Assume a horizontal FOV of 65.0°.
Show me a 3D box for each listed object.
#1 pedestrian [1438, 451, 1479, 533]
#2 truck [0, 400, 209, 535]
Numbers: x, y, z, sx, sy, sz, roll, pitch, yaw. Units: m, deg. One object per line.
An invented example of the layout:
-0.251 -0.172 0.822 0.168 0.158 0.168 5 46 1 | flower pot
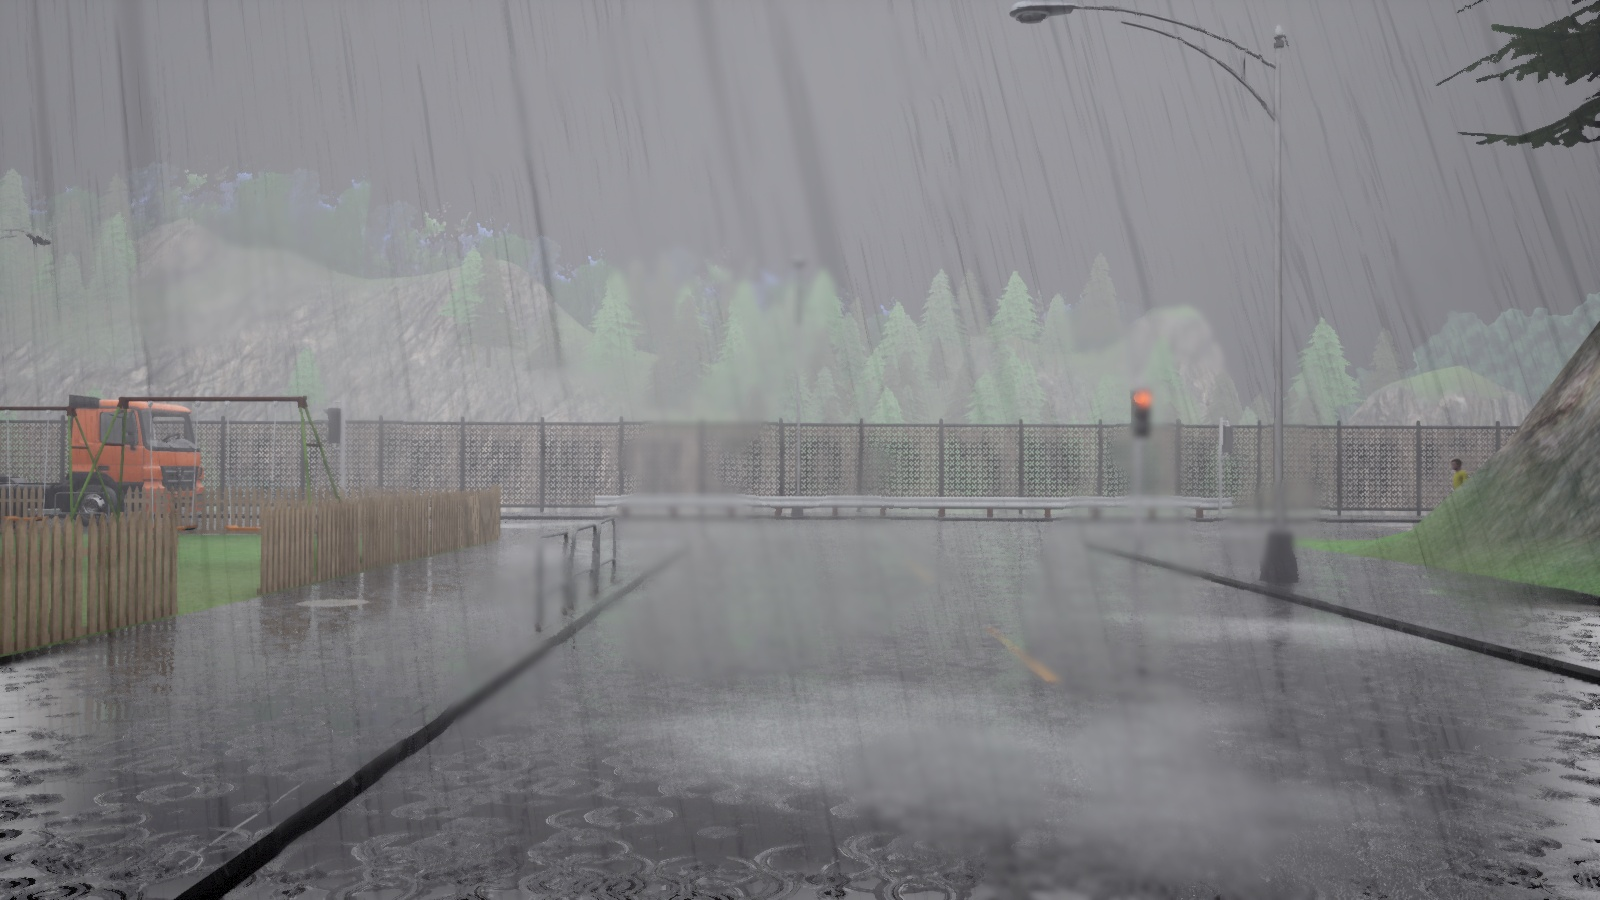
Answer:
14.899 0.941 28.414 0.706 1.836 0.354 0 -1 0 | pedestrian
-20.482 0.478 33.609 7.936 3.462 2.891 0 -1 0 | truck
